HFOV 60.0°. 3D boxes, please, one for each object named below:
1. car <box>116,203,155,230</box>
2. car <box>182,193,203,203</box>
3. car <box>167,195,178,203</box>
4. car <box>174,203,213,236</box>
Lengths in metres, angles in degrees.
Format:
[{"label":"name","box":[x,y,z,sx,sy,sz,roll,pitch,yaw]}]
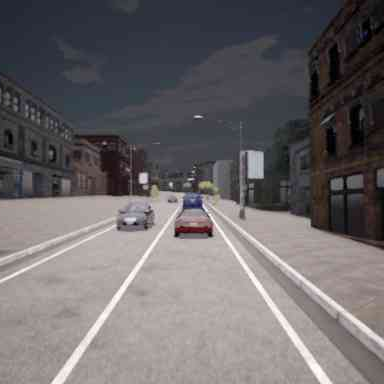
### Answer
[{"label":"car","box":[-3.382,1.418,20.536,2.128,1.511,4.902,0,0,0]},{"label":"car","box":[0.060,1.086,36.599,2.150,2.045,5.566,0,0,0]},{"label":"car","box":[-3.570,1.327,61.547,1.837,1.490,4.892,0,0,0]},{"label":"car","box":[0.085,1.502,18.045,1.994,1.385,4.181,0,0,0]}]
